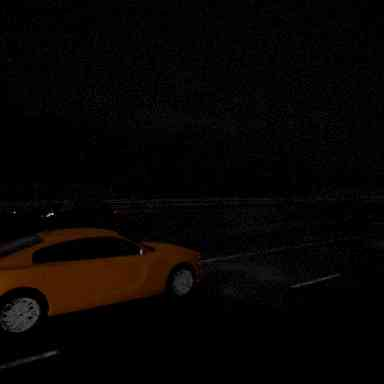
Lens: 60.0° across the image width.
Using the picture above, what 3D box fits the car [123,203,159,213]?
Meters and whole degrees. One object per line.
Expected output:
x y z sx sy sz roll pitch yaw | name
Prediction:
-5.083 1.566 26.235 4.718 1.301 1.895 0 0 -36 | car

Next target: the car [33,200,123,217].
-6.990 1.331 20.544 4.553 1.767 2.097 0 0 -36 | car

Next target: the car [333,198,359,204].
22.192 1.537 46.190 4.718 1.301 1.895 0 0 -36 | car

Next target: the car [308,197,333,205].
18.762 1.461 48.035 4.674 1.442 1.812 0 0 -36 | car

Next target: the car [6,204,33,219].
-11.629 1.477 25.827 4.902 1.511 2.128 0 0 -36 | car

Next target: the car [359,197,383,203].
24.528 1.427 43.570 4.902 1.511 2.128 0 0 -36 | car

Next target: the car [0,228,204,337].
-2.034 1.470 6.731 5.008 1.535 1.882 0 0 -36 | car
